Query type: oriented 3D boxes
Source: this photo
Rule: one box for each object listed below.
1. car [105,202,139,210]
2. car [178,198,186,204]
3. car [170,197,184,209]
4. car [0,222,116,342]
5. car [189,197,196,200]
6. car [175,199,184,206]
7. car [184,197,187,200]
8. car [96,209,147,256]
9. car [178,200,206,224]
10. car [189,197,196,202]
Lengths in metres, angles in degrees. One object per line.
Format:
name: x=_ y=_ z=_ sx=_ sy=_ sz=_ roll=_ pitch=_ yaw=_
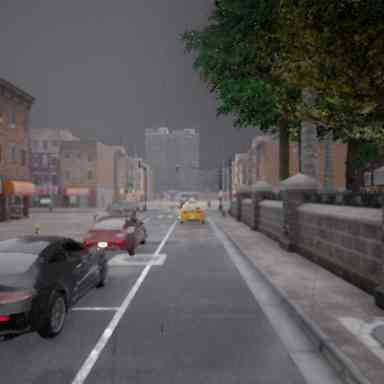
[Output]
car: x=-8.782 y=1.933 z=42.097 sx=4.181 sy=1.385 sz=1.994 roll=0 pitch=0 yaw=0
car: x=-2.536 y=2.312 z=86.229 sx=2.008 sy=1.369 sz=4.403 roll=0 pitch=-1 yaw=0
car: x=-2.575 y=1.989 z=53.348 sx=1.752 sy=1.417 sz=4.829 roll=0 pitch=-1 yaw=0
car: x=-3.015 y=1.582 z=6.583 sx=1.812 sy=1.442 sz=4.674 roll=0 pitch=0 yaw=0
car: x=0.100 y=2.320 z=83.262 sx=1.895 sy=1.301 sz=4.718 roll=0 pitch=-1 yaw=0
car: x=-2.556 y=2.136 z=69.704 sx=1.752 sy=1.417 sz=4.829 roll=0 pitch=-1 yaw=0
car: x=-2.569 y=1.829 z=58.971 sx=2.192 sy=1.841 sz=5.009 roll=0 pitch=-1 yaw=0
car: x=-3.007 y=1.641 z=13.583 sx=1.812 sy=1.442 sz=4.674 roll=0 pitch=0 yaw=0
car: x=0.079 y=1.709 z=27.039 sx=1.882 sy=1.535 sz=5.008 roll=0 pitch=0 yaw=0
car: x=0.113 y=2.240 z=94.489 sx=1.994 sy=1.385 sz=4.181 roll=0 pitch=-1 yaw=0
